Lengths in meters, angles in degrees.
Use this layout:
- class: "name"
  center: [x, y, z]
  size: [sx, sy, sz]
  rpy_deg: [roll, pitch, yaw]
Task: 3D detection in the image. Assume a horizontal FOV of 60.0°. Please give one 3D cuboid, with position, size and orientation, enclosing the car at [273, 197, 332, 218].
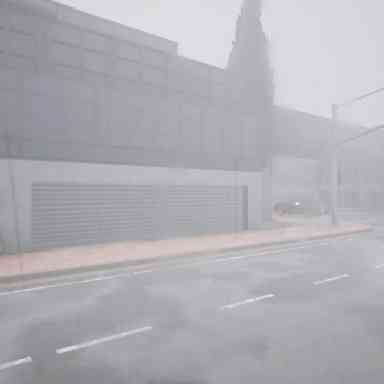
- class: "car"
  center: [9.700, 1.492, 30.366]
  size: [2.128, 1.511, 4.902]
  rpy_deg: [0, 0, -37]

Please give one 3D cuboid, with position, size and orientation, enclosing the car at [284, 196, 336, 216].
- class: "car"
  center: [11.789, 1.352, 33.423]
  size: [2.097, 1.767, 4.553]
  rpy_deg: [0, 0, -37]
